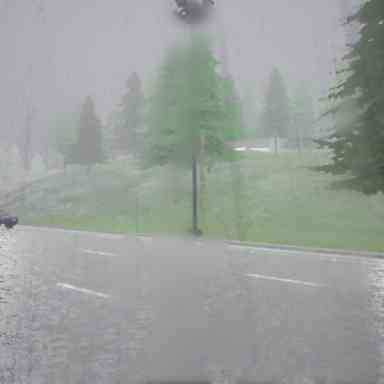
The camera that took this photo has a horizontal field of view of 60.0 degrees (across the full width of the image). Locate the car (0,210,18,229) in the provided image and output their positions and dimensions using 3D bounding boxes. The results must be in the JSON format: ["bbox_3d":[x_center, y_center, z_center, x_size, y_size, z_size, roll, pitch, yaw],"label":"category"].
[{"bbox_3d":[-13.797,1.858,22.407,4.718,1.301,1.895,-1,0,35],"label":"car"}]
